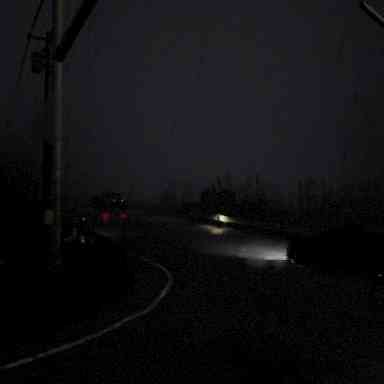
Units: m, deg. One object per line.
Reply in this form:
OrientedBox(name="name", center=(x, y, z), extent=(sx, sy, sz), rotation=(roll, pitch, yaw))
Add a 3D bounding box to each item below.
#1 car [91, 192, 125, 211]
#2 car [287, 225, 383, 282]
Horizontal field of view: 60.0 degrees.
OrientedBox(name="car", center=(-7.976, 0.794, 31.361), extent=(2.097, 1.767, 4.553), rotation=(1, 0, -30))
OrientedBox(name="car", center=(5.046, 1.723, 10.341), extent=(1.994, 1.385, 4.181), rotation=(0, 0, -34))
